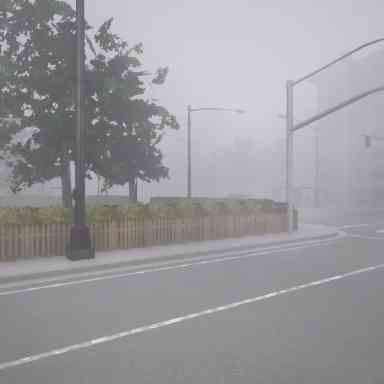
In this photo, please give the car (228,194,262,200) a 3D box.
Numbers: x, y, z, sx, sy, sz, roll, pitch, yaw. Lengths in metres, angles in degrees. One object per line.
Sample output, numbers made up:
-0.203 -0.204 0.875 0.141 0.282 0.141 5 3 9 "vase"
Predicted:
5.975 1.224 35.183 2.150 2.045 5.566 0 0 -35 "car"
